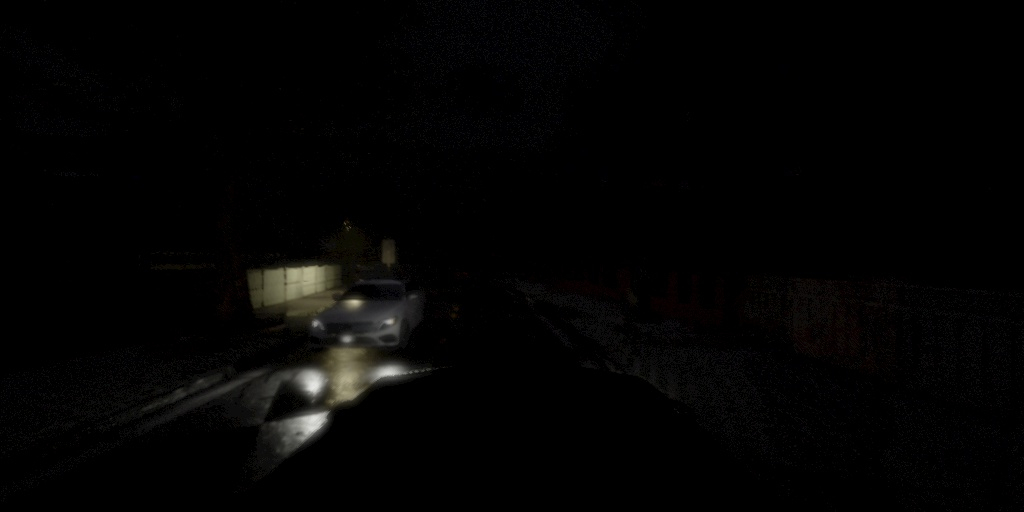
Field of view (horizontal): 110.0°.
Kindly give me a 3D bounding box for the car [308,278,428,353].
[{"bbox_3d":[-3.293,1.303,9.088,1.812,1.442,4.674,0,0,-5],"label":"car"}]
